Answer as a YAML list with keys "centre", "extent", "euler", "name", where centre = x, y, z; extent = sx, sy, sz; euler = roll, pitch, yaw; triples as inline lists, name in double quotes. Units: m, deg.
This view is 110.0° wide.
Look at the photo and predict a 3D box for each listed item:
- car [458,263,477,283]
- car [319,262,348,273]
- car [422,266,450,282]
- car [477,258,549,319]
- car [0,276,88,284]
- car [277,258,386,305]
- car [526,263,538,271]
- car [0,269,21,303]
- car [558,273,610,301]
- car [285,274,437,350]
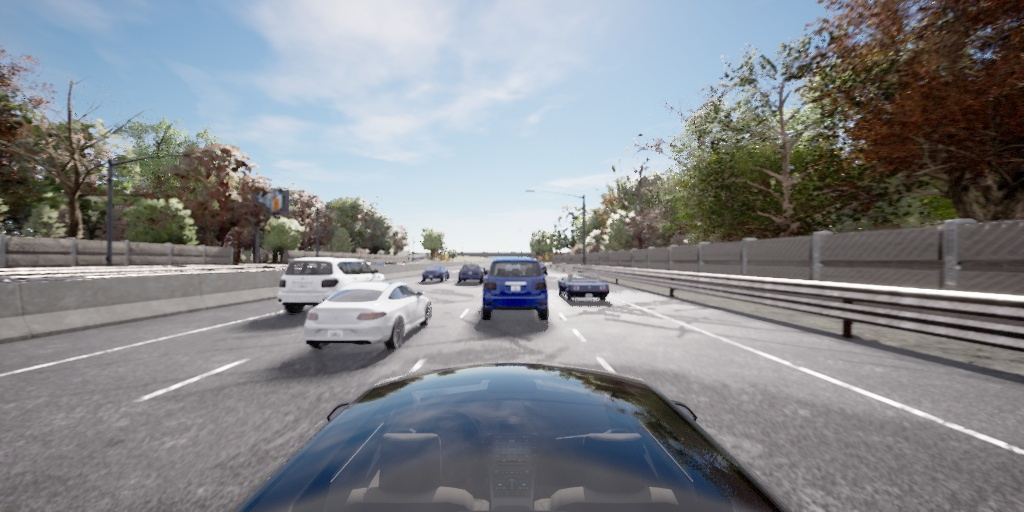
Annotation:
- centre: [-3.395, 1.396, 31.276]
  extent: [2.097, 1.767, 4.553]
  euler: [0, -1, 0]
  name: "car"
- centre: [-28.016, 1.797, 56.541]
  extent: [2.128, 1.511, 4.902]
  euler: [0, -1, 1]
  name: "car"
- centre: [-6.891, 1.584, 32.668]
  extent: [1.812, 1.442, 4.674]
  euler: [0, -1, 0]
  name: "car"
- centre: [0.092, 1.088, 13.467]
  extent: [2.150, 2.045, 5.566]
  euler: [0, 0, 0]
  name: "car"
- centre: [-17.597, 1.466, 13.348]
  extent: [1.895, 1.301, 4.718]
  euler: [0, -1, 0]
  name: "car"
- centre: [-6.899, 1.098, 14.487]
  extent: [2.150, 2.045, 5.566]
  euler: [0, -1, 0]
  name: "car"
- centre: [3.515, 1.975, 63.113]
  extent: [1.895, 1.301, 4.718]
  euler: [0, -1, 0]
  name: "car"
- centre: [-24.596, 1.371, 14.727]
  extent: [2.128, 1.511, 4.902]
  euler: [0, -1, 0]
  name: "car"
- centre: [3.505, 1.515, 18.464]
  extent: [1.895, 1.301, 4.718]
  euler: [0, -1, 0]
  name: "car"
- centre: [-3.398, 1.349, 9.204]
  extent: [1.812, 1.442, 4.674]
  euler: [0, -1, 0]
  name: "car"
